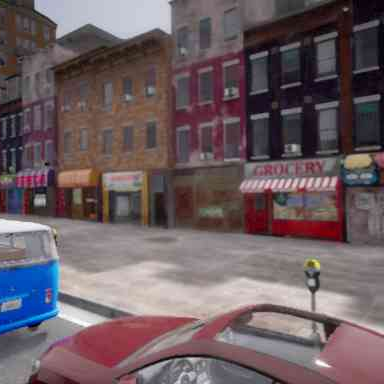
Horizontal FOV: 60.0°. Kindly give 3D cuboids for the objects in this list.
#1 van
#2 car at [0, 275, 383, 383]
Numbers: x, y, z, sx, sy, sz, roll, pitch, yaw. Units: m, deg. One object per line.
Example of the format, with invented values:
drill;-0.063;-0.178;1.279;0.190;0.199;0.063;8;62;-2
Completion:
van;-3.984;1.319;5.670;3.998;1.788;1.690;0;-1;35
car;0.442;1.578;2.512;4.206;1.307;1.802;0;-1;35
